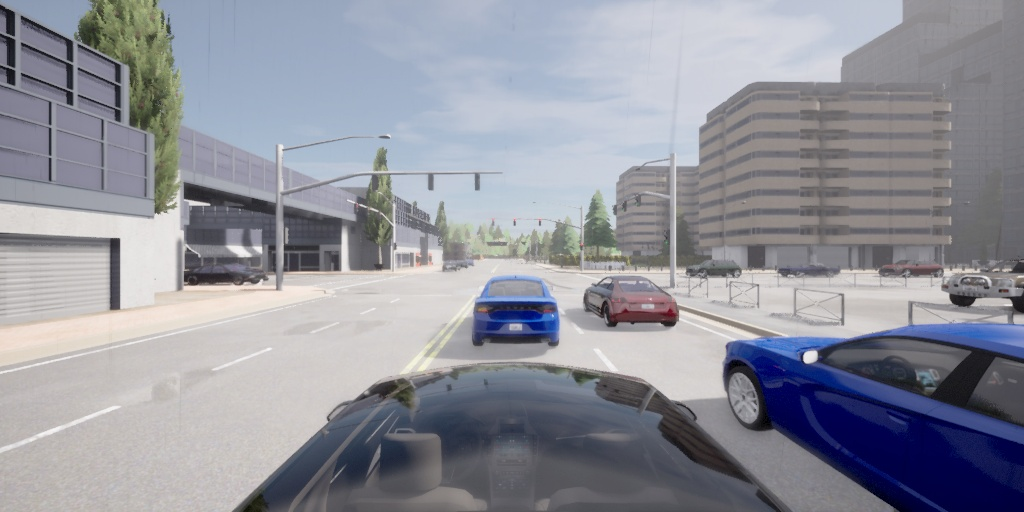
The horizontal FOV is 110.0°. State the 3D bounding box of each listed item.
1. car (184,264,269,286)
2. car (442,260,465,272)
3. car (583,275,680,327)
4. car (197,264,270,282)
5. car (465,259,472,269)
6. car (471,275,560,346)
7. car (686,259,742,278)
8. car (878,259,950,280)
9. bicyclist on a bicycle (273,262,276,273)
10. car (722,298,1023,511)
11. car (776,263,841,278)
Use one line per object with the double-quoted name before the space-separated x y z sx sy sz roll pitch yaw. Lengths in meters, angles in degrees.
"car" -19.940 1.292 24.718 5.357 1.411 2.033 0 0 -1
"car" -7.851 1.231 46.801 2.128 1.511 4.902 0 0 0
"car" 3.602 1.312 11.541 1.994 1.385 4.181 0 0 0
"car" -21.819 1.308 28.192 4.181 1.385 1.994 0 0 -1
"car" -7.991 1.301 56.761 1.994 1.385 4.181 0 0 -1
"car" 0.093 1.226 9.408 1.882 1.535 5.008 0 0 0
"car" 18.684 1.094 33.376 4.553 1.767 2.097 0 0 -1
"car" 37.467 1.094 33.749 4.553 1.767 2.097 0 0 -1
"bicyclist on a bicycle" -25.843 1.045 39.621 0.582 1.620 1.656 0 0 -1
"car" 3.603 1.227 2.557 1.882 1.535 5.008 0 0 0
"car" 27.671 1.343 33.562 4.718 1.301 1.895 0 0 -1
